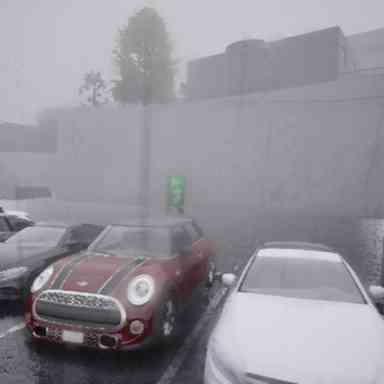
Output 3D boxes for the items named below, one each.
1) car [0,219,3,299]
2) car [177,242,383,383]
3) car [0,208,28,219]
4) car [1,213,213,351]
[{"bbox_3d":[-3.399,1.462,8.232,2.002,1.452,4.674,1,0,16],"label":"car"},{"bbox_3d":[1.483,1.515,4.744,2.002,1.452,4.674,1,0,16],"label":"car"},{"bbox_3d":[-5.847,1.413,10.008,2.163,1.488,4.792,1,0,16],"label":"car"},{"bbox_3d":[-0.948,1.323,6.517,2.185,1.767,4.553,1,0,16],"label":"car"}]
